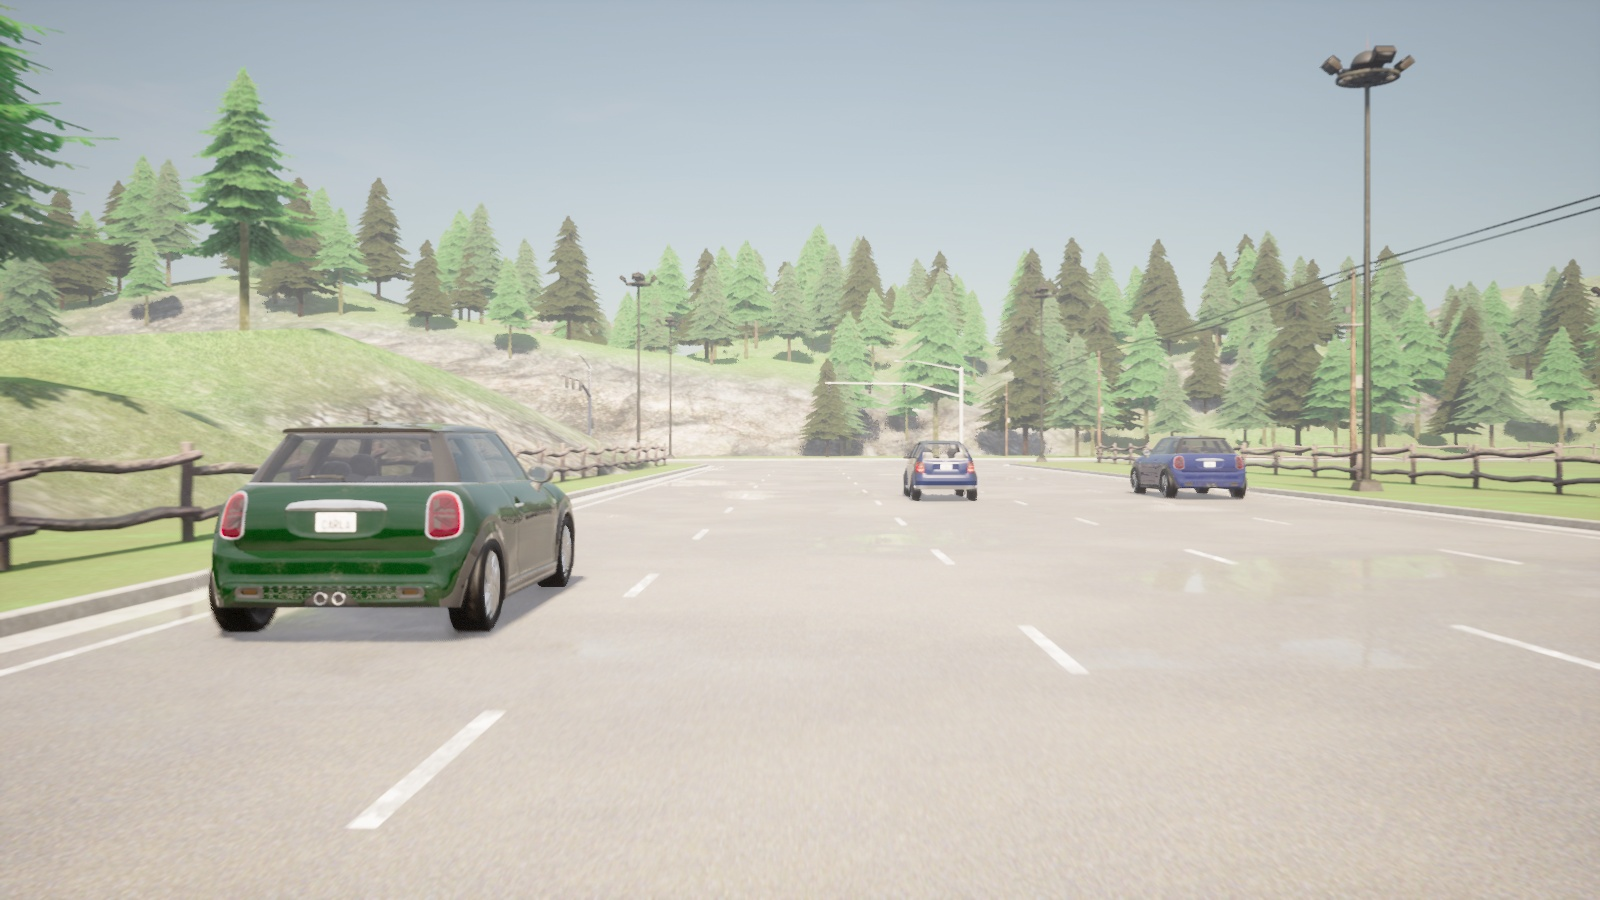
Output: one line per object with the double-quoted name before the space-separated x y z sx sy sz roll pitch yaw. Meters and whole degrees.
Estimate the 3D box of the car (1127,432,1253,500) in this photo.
"car" 10.713 0.409 34.886 2.097 1.767 4.553 0 0 0

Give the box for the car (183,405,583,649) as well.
"car" -3.420 0.537 11.397 2.097 1.767 4.553 0 1 0

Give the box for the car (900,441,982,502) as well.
"car" 3.706 0.532 33.506 1.789 1.549 3.705 0 0 0
